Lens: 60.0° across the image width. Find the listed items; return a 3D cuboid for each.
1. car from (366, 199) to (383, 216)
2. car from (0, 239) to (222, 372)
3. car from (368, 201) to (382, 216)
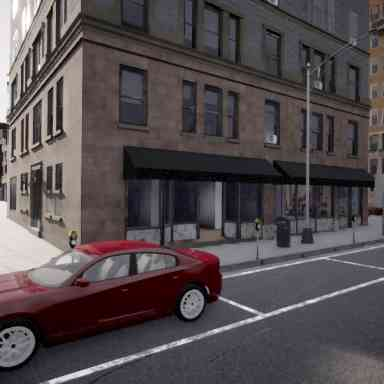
[{"bbox_3d":[18.583,1.433,30.063,1.812,1.442,4.674,1,0,-35],"label":"car"},{"bbox_3d":[-1.526,1.546,5.666,4.507,1.381,1.887,0,1,-35],"label":"car"},{"bbox_3d":[16.187,1.402,27.477,1.812,1.442,4.674,1,0,-32],"label":"car"}]
